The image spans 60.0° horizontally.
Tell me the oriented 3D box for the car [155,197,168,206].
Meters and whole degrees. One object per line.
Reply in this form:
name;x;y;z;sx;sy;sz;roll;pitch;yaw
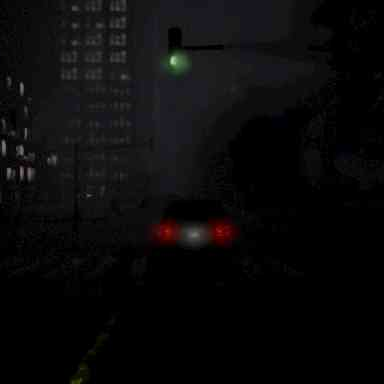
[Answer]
car;-5.310;1.635;59.001;1.887;1.381;4.507;0;0;0

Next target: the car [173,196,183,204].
car;-2.745;1.603;65.378;1.837;1.490;4.892;0;0;0

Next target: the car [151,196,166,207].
car;-5.310;1.524;53.457;1.967;1.590;4.097;0;0;0

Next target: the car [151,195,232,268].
car;0.076;1.244;11.442;2.150;2.045;5.566;0;0;0

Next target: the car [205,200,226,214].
car;2.569;1.612;36.812;2.008;1.369;4.403;0;0;0

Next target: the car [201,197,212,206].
car;2.571;1.616;59.163;1.752;1.417;4.829;0;0;0

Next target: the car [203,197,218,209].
car;2.570;1.516;47.903;1.967;1.590;4.097;0;0;0

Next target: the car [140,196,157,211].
car;-5.311;1.384;42.367;2.192;1.841;5.009;0;0;0

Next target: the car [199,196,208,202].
car;2.757;1.618;80.052;1.837;1.490;4.892;0;0;0

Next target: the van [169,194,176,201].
van;-5.306;1.466;92.272;1.690;1.788;3.998;0;0;0

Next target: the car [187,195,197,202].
car;0.007;1.480;74.754;2.033;1.411;5.357;0;0;0

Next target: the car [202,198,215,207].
car;2.570;1.649;53.448;1.947;1.339;4.313;0;0;0
